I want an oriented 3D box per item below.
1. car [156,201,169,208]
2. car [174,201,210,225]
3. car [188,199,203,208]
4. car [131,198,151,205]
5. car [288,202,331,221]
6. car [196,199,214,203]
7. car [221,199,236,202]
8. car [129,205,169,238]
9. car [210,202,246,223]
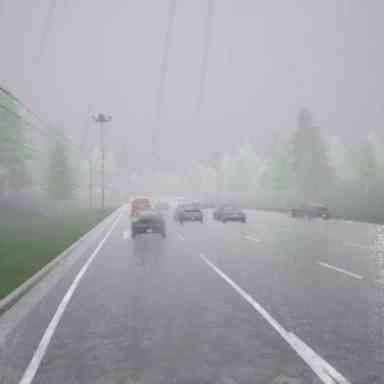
[{"bbox_3d":[-4.579,2.126,51.070,2.128,1.511,4.902,-1,-1,-10],"label":"car"},{"bbox_3d":[-0.347,1.799,27.207,2.128,1.511,4.902,-1,-1,-10],"label":"car"},{"bbox_3d":[0.642,2.159,61.928,1.882,1.535,5.008,-1,-1,-10],"label":"car"},{"bbox_3d":[-5.979,1.745,39.198,2.150,2.045,5.566,-1,0,-10],"label":"car"},{"bbox_3d":[10.038,1.682,28.779,1.837,1.490,4.892,-1,-1,-10],"label":"car"},{"bbox_3d":[2.352,1.899,52.047,2.097,1.767,4.553,-1,-1,-10],"label":"car"},{"bbox_3d":[5.780,1.858,52.767,2.097,1.767,4.553,-1,-1,-10],"label":"car"},{"bbox_3d":[-2.582,1.761,19.495,1.837,1.490,4.892,-1,0,-10],"label":"car"},{"bbox_3d":[3.057,1.833,28.065,1.994,1.385,4.181,-1,-1,-10],"label":"car"}]
